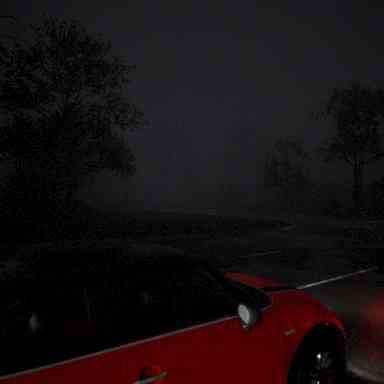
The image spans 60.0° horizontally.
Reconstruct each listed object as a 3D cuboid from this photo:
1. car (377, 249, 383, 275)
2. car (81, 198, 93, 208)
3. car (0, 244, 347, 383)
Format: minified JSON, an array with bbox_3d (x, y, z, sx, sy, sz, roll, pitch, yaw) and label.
[{"bbox_3d":[6.788,1.601,8.550,4.718,1.301,1.895,0,0,-36],"label":"car"},{"bbox_3d":[-17.429,1.691,51.491,4.902,1.511,2.128,-1,-1,37],"label":"car"},{"bbox_3d":[-0.418,1.352,3.421,4.553,1.767,2.097,0,0,-35],"label":"car"}]
